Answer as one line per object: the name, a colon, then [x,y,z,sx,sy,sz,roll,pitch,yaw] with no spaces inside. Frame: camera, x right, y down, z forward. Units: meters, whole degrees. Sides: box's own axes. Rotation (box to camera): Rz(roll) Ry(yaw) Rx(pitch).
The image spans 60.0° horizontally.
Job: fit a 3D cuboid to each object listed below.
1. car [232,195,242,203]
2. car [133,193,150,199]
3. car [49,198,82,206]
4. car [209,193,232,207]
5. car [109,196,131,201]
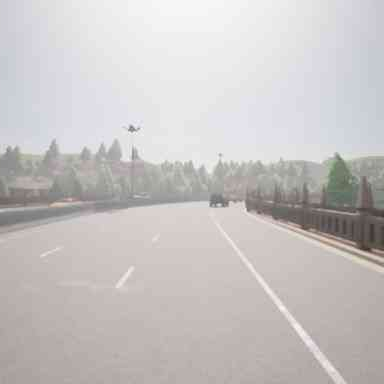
car: [8.328,1.344,65.105,1.882,1.535,5.008,0,0,28]
car: [-10.270,1.210,65.993,2.150,2.045,5.566,0,0,22]
car: [-13.620,1.443,36.111,1.882,1.535,5.008,0,0,5]
car: [4.095,1.136,49.912,2.150,2.045,5.566,0,0,15]
car: [-14.334,1.481,65.032,1.812,1.442,4.674,0,0,19]
